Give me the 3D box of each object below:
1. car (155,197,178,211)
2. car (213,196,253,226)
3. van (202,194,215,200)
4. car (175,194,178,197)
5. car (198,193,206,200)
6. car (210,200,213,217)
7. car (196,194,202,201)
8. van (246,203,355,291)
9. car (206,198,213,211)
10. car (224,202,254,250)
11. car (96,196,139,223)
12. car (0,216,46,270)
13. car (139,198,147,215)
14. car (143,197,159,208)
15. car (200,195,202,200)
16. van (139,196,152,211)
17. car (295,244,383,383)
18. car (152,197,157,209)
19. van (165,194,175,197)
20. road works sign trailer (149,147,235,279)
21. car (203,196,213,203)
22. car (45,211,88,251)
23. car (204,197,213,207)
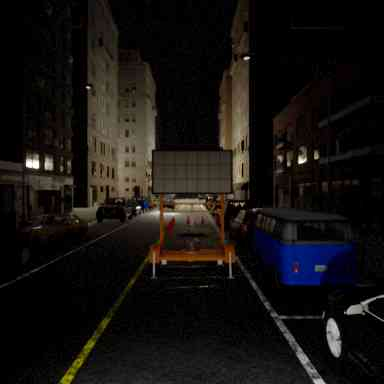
[{"bbox_3d":[-3.066,1.589,41.257,1.895,1.301,4.718,0,0,0],"label":"car"},{"bbox_3d":[2.678,1.311,20.056,2.192,1.841,5.009,0,0,0],"label":"car"},{"bbox_3d":[2.696,1.322,48.404,1.690,1.788,3.998,0,0,0],"label":"van"},{"bbox_3d":[-5.803,1.231,92.429,2.192,1.841,5.009,0,0,0],"label":"car"},{"bbox_3d":[2.722,1.231,92.439,2.192,1.841,5.009,0,0,0],"label":"car"},{"bbox_3d":[2.682,1.560,25.726,1.947,1.339,4.313,0,0,0],"label":"car"},{"bbox_3d":[2.716,1.376,81.269,1.967,1.590,4.097,0,0,0],"label":"car"},{"bbox_3d":[2.672,1.340,8.718,1.690,1.788,3.998,0,0,0],"label":"van"},{"bbox_3d":[2.685,1.558,31.395,1.947,1.339,4.313,0,0,0],"label":"car"},{"bbox_3d":[2.675,1.437,14.387,1.967,1.590,4.097,0,0,0],"label":"car"},{"bbox_3d":[-5.844,1.309,25.719,2.192,1.841,5.009,0,0,0],"label":"car"},{"bbox_3d":[-5.854,1.543,8.714,1.887,1.381,4.507,0,0,0],"label":"car"},{"bbox_3d":[-5.840,1.543,31.387,2.008,1.369,4.403,0,0,0],"label":"car"},{"bbox_3d":[-5.830,1.506,48.223,1.752,1.417,4.829,0,0,0],"label":"car"},{"bbox_3d":[2.699,1.498,54.243,1.752,1.417,4.829,0,0,0],"label":"car"},{"bbox_3d":[-5.837,1.332,37.055,1.690,1.788,3.998,0,0,0],"label":"van"},{"bbox_3d":[2.669,1.550,3.049,2.008,1.369,4.403,0,0,0],"label":"car"},{"bbox_3d":[-5.833,1.512,42.554,1.752,1.417,4.829,0,0,0],"label":"car"},{"bbox_3d":[-5.810,1.277,81.256,1.690,1.788,3.998,0,0,0],"label":"van"},{"bbox_3d":[0.005,0.463,10.030,2.380,3.560,2.880,0,0,0],"label":"road works sign trailer"},{"bbox_3d":[2.692,1.569,42.734,1.802,1.307,4.206,0,0,0],"label":"car"},{"bbox_3d":[-5.851,1.523,14.212,1.752,1.417,4.829,0,0,0],"label":"car"},{"bbox_3d":[2.689,1.542,37.064,2.008,1.369,4.403,0,0,0],"label":"car"}]
